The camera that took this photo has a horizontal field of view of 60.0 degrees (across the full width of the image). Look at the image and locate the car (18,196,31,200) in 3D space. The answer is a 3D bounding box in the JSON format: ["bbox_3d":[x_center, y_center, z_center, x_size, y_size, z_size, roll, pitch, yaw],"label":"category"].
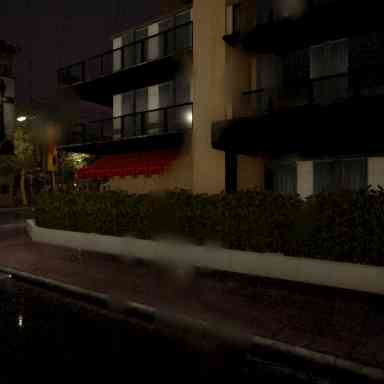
[{"bbox_3d":[-35.664,1.481,67.686,4.892,1.521,2.231,0,0,36],"label":"car"}]
